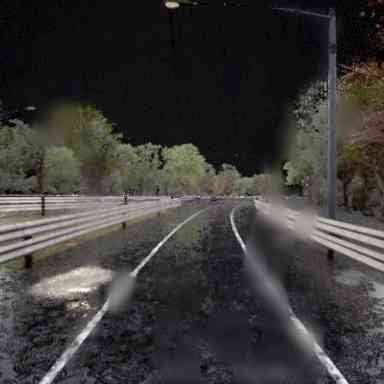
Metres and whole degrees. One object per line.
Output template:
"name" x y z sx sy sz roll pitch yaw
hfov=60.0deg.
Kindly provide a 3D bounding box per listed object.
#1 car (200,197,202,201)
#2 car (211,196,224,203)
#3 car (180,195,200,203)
"car" 0.897 1.591 82.013 1.882 1.535 5.008 0 -1 23
"car" 5.760 1.587 75.547 1.837 1.490 4.892 0 -1 23
"car" -0.814 1.506 69.010 2.033 1.411 5.357 0 -1 23
